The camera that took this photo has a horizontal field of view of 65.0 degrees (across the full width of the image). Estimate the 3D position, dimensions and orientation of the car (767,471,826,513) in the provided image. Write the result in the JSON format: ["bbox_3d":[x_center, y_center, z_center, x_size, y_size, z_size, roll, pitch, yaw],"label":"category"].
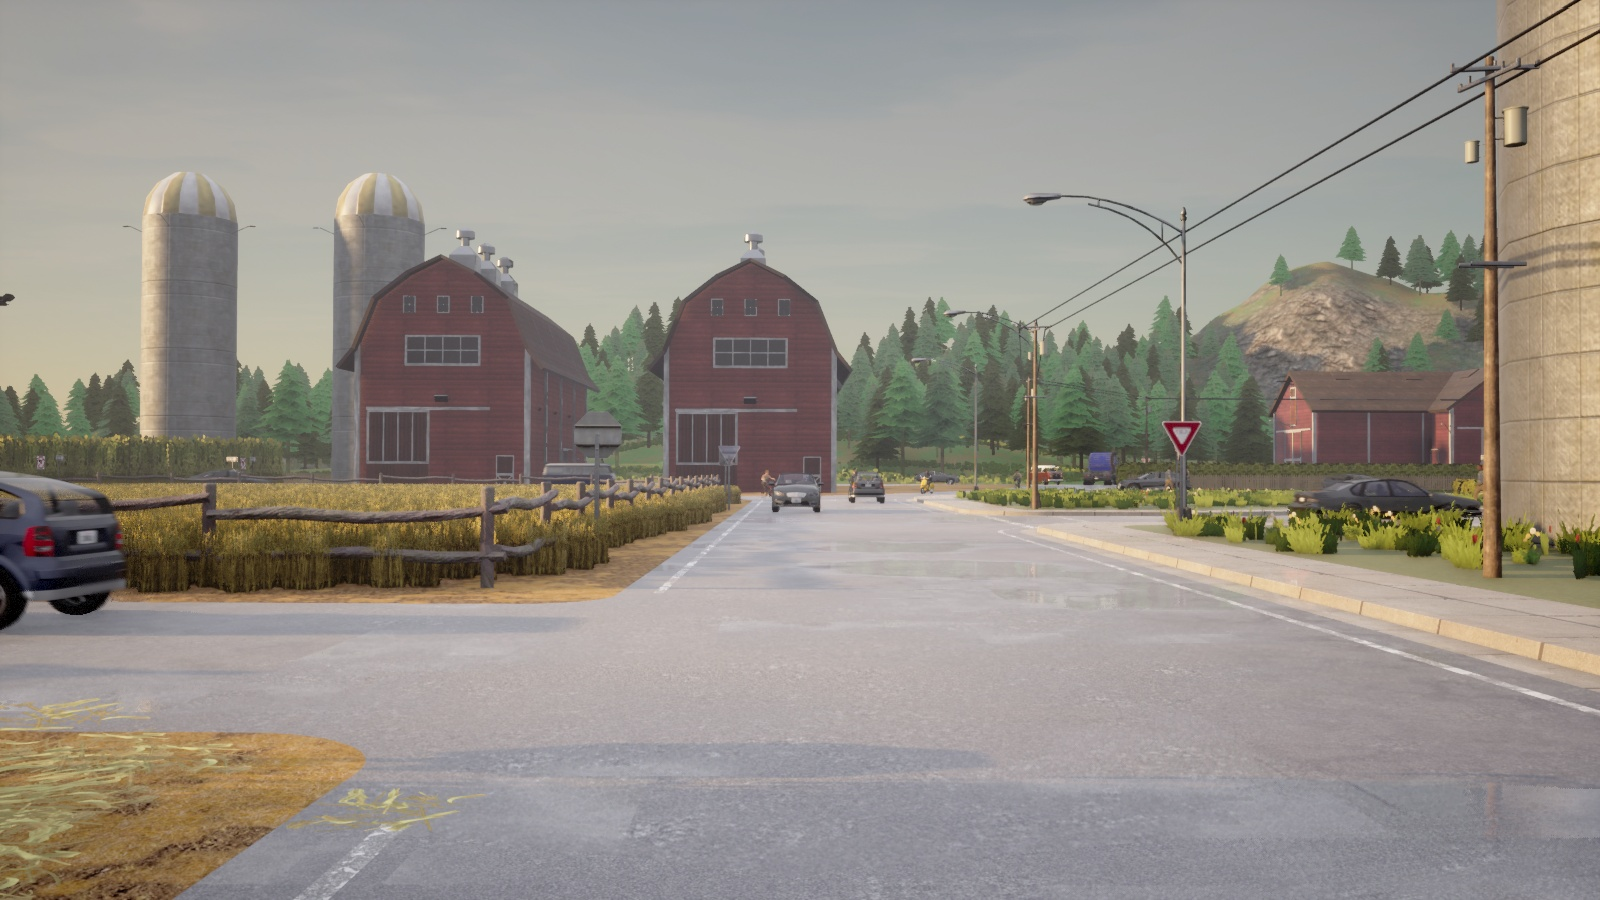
[{"bbox_3d":[-0.128,1.578,48.131,2.128,1.511,4.902,0,-1,0],"label":"car"}]

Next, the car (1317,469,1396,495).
[{"bbox_3d":[33.798,1.905,76.377,2.007,1.525,4.514,0,-1,-14],"label":"car"}]

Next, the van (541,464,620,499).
[{"bbox_3d":[-12.972,1.866,74.347,4.442,1.987,1.775,0,-1,-3],"label":"van"}]

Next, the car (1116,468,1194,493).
[{"bbox_3d":[24.240,2.085,85.906,4.856,1.649,2.033,0,-1,4],"label":"car"}]

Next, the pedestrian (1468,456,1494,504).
[{"bbox_3d":[27.373,1.205,50.451,0.788,1.949,0.423,0,-1,3],"label":"pedestrian"}]

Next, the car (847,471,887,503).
[{"bbox_3d":[3.324,1.831,62.750,1.789,1.549,3.705,0,-1,0],"label":"car"}]

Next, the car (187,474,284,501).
[{"bbox_3d":[-32.796,2.175,73.069,4.892,1.490,1.837,0,-1,-14],"label":"car"}]

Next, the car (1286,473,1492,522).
[{"bbox_3d":[17.998,1.435,38.525,5.357,1.411,2.033,0,-1,0],"label":"car"}]

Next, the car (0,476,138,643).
[{"bbox_3d":[-8.964,1.040,12.595,3.705,1.549,1.789,0,-1,1],"label":"car"}]
